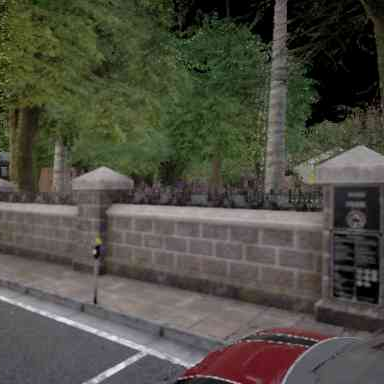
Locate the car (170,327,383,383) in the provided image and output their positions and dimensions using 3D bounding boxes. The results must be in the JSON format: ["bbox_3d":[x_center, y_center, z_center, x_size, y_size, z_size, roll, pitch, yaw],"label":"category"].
[{"bbox_3d":[1.526,1.437,1.701,4.097,1.590,1.967,-1,1,36],"label":"car"}]
